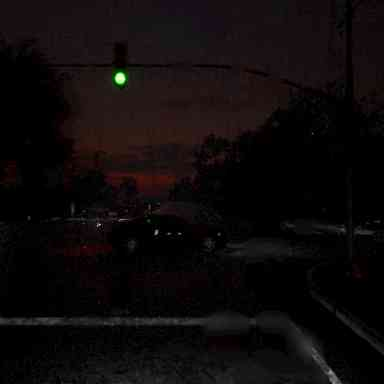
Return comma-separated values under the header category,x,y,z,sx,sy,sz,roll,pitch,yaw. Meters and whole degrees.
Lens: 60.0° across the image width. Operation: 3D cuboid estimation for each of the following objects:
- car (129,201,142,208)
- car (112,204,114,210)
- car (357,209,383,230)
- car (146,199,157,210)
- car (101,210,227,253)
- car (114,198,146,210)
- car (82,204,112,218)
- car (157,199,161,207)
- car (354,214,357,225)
category,x,y,z,sx,sy,sz,roll,pitch,yaw
car,-10.791,2.405,63.936,1.895,1.301,4.718,0,0,-2
car,-10.612,2.213,47.963,1.994,1.385,4.181,0,-1,0
car,13.983,1.807,22.050,4.892,1.490,1.837,0,-1,-3
car,-7.125,2.043,51.630,2.097,1.767,4.553,0,-1,0
car,-1.004,1.675,14.093,5.008,1.535,1.882,0,-1,-3
car,-7.099,1.755,38.806,2.150,2.045,5.566,0,-1,0
car,-10.591,2.033,36.892,1.812,1.442,4.674,0,-1,0
car,-7.415,2.184,67.061,2.097,1.767,4.553,0,-1,-3
car,14.615,1.952,25.589,4.718,1.301,1.895,0,-1,-3
